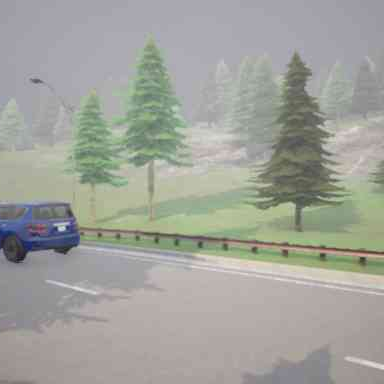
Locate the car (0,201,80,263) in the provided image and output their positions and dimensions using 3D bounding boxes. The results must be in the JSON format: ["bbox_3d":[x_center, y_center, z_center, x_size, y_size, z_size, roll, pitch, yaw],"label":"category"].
[{"bbox_3d":[-6.773,1.359,12.670,5.566,2.045,2.150,0,0,30],"label":"car"}]
